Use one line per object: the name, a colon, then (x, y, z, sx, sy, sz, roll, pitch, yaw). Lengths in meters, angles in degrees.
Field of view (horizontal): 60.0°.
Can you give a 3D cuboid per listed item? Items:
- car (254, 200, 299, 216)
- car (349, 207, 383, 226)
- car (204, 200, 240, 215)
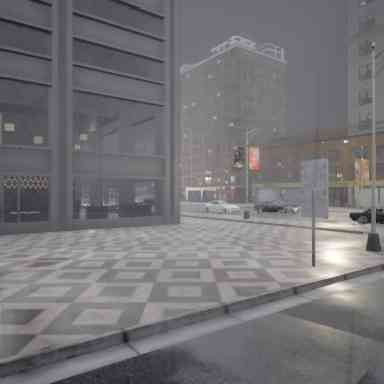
car: (8.547, 1.573, 33.928, 2.128, 1.511, 4.902, 0, 0, -36)
car: (12.975, 1.634, 21.753, 1.895, 1.301, 4.718, 0, 0, -31)
car: (3.129, 1.625, 35.886, 1.812, 1.442, 4.674, 0, 0, -36)
